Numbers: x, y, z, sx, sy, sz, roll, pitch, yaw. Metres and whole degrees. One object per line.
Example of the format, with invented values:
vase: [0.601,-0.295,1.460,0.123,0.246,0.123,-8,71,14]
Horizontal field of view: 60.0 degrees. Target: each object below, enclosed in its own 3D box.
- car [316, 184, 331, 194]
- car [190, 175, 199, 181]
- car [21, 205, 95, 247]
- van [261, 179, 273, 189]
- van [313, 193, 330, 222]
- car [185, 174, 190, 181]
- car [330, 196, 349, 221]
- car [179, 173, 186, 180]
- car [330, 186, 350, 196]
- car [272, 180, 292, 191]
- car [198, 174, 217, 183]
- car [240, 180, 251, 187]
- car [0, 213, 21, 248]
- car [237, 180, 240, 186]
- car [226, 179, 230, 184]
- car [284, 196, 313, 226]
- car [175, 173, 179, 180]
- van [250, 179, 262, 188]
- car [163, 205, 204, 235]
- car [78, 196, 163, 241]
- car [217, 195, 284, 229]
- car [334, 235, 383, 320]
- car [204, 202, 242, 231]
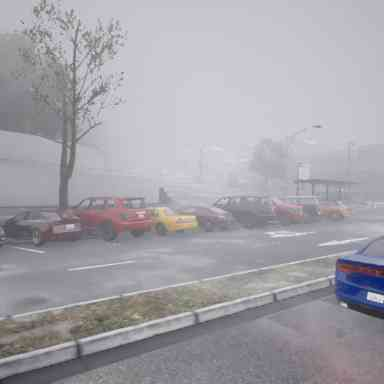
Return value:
car: [23.496,-0.426,58.245,2.435,2.045,5.566,7,3,35]
car: [2.724,-3.699,87.770,2.435,2.045,5.566,7,3,34]
car: [-7.010,1.524,15.230,4.792,1.488,2.163,-1,-1,35]
van: [16.536,-1.491,68.001,1.878,1.987,4.442,7,4,35]
van: [7.851,1.296,25.546,4.442,1.987,1.878,-1,-1,35]
car: [0.932,-3.850,90.238,2.185,1.767,4.553,6,3,34]
car: [10.262,1.403,27.294,4.553,1.767,2.185,-1,-1,35]
car: [-0.795,-4.085,92.710,2.185,1.767,4.553,4,1,34]
car: [25.184,0.136,55.771,2.002,1.452,4.674,7,3,35]
car: [18.293,-0.992,65.636,2.231,1.521,4.892,7,3,35]
car: [4.572,-3.176,85.509,1.946,1.575,5.366,7,3,34]
car: [13.238,-1.812,73.207,1.946,1.575,5.366,7,3,35]
car: [-9.432,1.493,13.486,4.892,1.521,2.231,-1,-1,35]
car: [11.409,-2.044,75.529,2.002,1.452,4.674,7,4,35]
car: [9.670,-2.317,77.993,2.002,1.452,4.674,7,3,35]
car: [5.311,1.267,23.879,5.566,2.045,2.435,-1,-1,35]
car: [-2.564,-4.362,95.060,2.435,2.045,5.566,1,-1,34]
van: [14.809,-1.764,70.474,1.878,1.987,4.442,7,4,35]
car: [-2.242,1.502,18.797,5.366,1.575,1.946,-1,-1,35]
car: [-4.563,1.247,16.972,5.566,2.045,2.435,-1,-1,35]
car: [2.796,1.262,22.177,5.566,2.045,2.435,-1,-1,35]
car: [4.864,1.487,6.585,5.008,1.535,1.882,0,0,-35]
car: [0.366,1.548,20.422,4.674,1.452,2.002,-1,-1,35]
